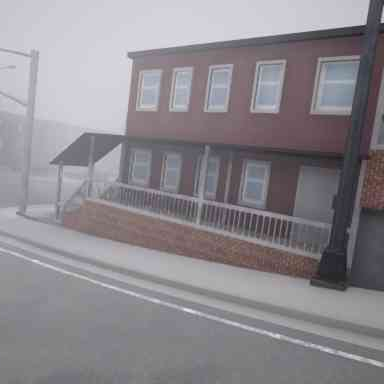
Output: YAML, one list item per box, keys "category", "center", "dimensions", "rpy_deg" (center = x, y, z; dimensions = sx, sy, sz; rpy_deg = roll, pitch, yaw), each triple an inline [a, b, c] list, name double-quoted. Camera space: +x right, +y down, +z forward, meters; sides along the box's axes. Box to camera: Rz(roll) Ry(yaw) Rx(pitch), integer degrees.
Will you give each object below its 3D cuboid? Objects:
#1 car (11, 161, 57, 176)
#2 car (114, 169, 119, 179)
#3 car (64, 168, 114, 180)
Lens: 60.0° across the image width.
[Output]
- category: "car"
  center: [-17.900, -2.722, 37.818]
  dimensions: [1.837, 1.490, 4.892]
  rpy_deg: [11, 6, 35]
- category: "car"
  center: [-10.075, -2.672, 48.691]
  dimensions: [2.033, 1.411, 5.357]
  rpy_deg: [11, 6, 36]
- category: "car"
  center: [-12.411, -2.145, 39.539]
  dimensions: [2.033, 1.411, 5.357]
  rpy_deg: [11, 6, 35]
